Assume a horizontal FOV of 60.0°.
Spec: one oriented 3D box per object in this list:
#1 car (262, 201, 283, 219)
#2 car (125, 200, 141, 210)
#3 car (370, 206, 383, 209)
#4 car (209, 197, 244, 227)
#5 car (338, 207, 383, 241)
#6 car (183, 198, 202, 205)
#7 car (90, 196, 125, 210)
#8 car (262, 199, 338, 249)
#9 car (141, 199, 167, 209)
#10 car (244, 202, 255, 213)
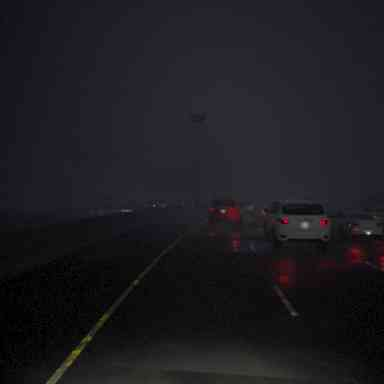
[{"bbox_3d":[8.130,1.759,33.591,1.882,1.535,5.008,0,0,14],"label":"car"},{"bbox_3d":[-8.821,1.947,50.623,1.994,1.385,4.181,0,-1,19],"label":"car"},{"bbox_3d":[13.044,1.738,23.635,1.812,1.442,4.674,0,0,10],"label":"car"},{"bbox_3d":[2.546,1.419,24.736,2.150,2.045,5.566,0,-1,10],"label":"car"},{"bbox_3d":[8.512,1.683,17.712,1.812,1.442,4.674,0,0,8],"label":"car"},{"bbox_3d":[0.131,1.784,54.701,2.097,1.767,4.553,0,0,22],"label":"car"},{"bbox_3d":[-12.852,1.589,49.697,2.150,2.045,5.566,0,-1,19],"label":"car"},{"bbox_3d":[4.653,1.353,15.432,2.150,2.045,5.566,0,0,7],"label":"car"},{"bbox_3d":[-5.338,1.887,50.016,1.837,1.490,4.892,0,0,19],"label":"car"},{"bbox_3d":[6.825,1.943,41.707,1.895,1.301,4.718,0,0,17],"label":"car"}]
